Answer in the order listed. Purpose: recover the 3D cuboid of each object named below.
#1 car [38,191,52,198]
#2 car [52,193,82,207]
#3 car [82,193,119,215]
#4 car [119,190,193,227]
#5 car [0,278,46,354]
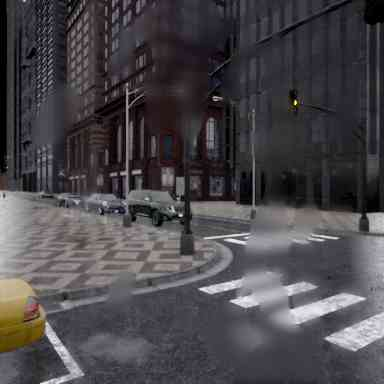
[{"bbox_3d":[-26.398,0.450,60.000,1.994,1.385,4.181,0,1,-36],"label":"car"},{"bbox_3d":[-13.166,0.826,36.074,2.128,1.511,4.902,0,1,-36],"label":"car"},{"bbox_3d":[-7.148,0.872,27.671,2.097,1.767,4.553,0,1,-35],"label":"car"},{"bbox_3d":[-2.230,0.898,20.808,2.150,2.045,5.566,0,1,-36],"label":"car"},{"bbox_3d":[-4.264,1.525,3.614,4.829,1.417,1.752,0,0,-35],"label":"car"}]
